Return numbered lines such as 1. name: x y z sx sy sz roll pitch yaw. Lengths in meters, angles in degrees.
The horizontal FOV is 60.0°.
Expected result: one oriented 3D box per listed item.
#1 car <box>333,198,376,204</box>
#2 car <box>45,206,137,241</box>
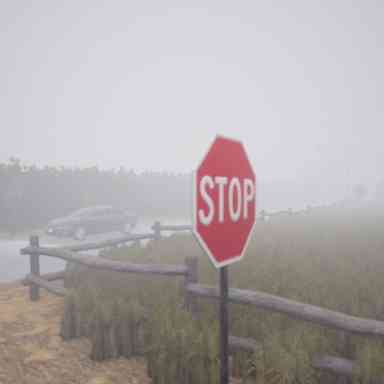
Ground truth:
1. car: 19.830 1.387 40.529 4.718 1.301 1.895 -1 1 1
2. car: -4.945 1.491 16.887 1.837 1.490 4.892 0 0 36
